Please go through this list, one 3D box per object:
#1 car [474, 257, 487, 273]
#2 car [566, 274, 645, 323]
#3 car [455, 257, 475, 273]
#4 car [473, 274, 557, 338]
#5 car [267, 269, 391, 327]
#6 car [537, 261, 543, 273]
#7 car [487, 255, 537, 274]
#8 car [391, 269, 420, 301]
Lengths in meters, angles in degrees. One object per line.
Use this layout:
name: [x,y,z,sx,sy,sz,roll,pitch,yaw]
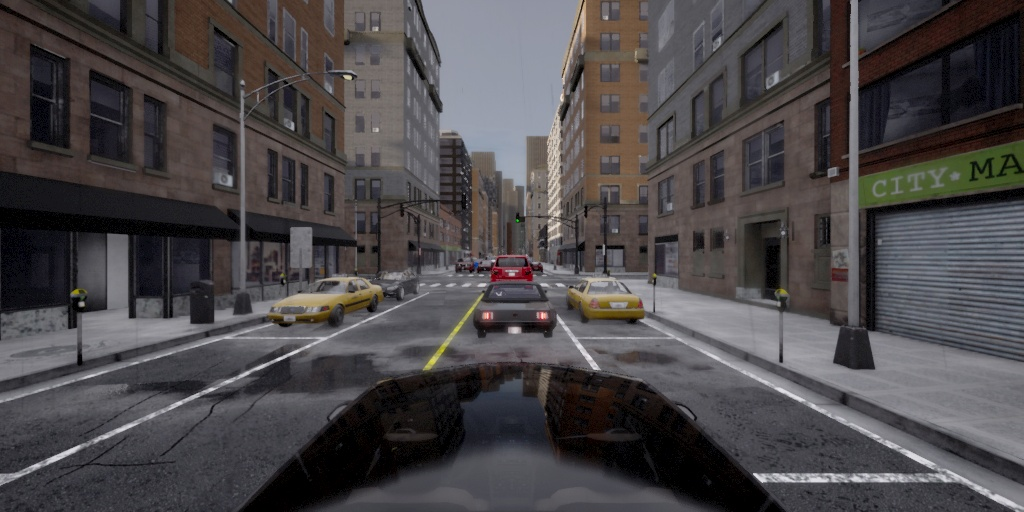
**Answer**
car: [-3.122,1.239,43.600,1.882,1.535,5.008,0,0,0]
car: [2.852,1.276,11.899,1.751,1.417,4.829,0,0,0]
car: [-5.691,1.076,44.024,2.192,1.841,5.009,0,0,0]
car: [0.077,1.351,10.136,1.895,1.301,4.718,0,0,0]
car: [-5.674,1.275,11.555,1.751,1.417,4.829,0,0,0]
car: [2.835,1.306,44.028,1.888,1.381,4.507,0,0,0]
car: [-0.009,0.973,19.906,2.150,2.045,5.566,0,0,0]
car: [-5.676,1.301,17.250,2.007,1.370,4.403,0,0,0]
